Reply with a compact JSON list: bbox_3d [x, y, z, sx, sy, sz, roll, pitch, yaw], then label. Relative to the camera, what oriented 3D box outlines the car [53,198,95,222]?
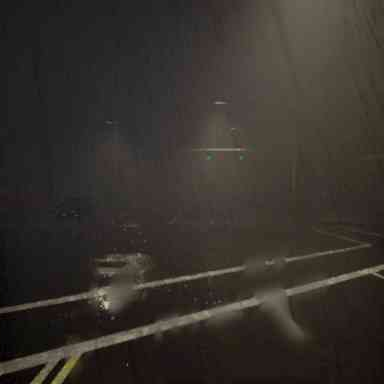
[{"bbox_3d":[-10.513,1.555,30.152,2.150,2.045,5.566,0,-1,0],"label":"car"}]

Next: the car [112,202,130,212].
[{"bbox_3d":[-10.500,2.243,49.555,1.812,1.442,4.674,0,-2,0],"label":"car"}]
